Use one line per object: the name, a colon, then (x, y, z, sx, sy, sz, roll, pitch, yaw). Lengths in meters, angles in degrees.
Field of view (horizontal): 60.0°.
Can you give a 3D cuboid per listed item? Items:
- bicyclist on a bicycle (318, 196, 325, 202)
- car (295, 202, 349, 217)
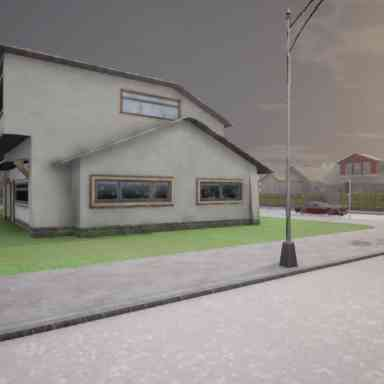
bicyclist on a bicycle: (15.772, 1.349, 40.310, 1.656, 1.620, 0.582, 0, 0, -35)
car: (12.076, 1.601, 31.009, 1.895, 1.301, 4.718, 0, 0, -35)
